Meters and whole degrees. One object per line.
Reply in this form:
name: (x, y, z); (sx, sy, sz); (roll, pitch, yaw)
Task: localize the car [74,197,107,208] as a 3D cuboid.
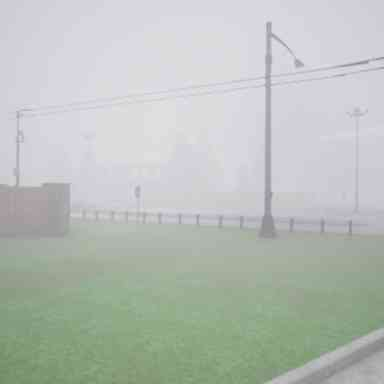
car: (-15.500, 1.634, 50.667); (4.892, 1.490, 1.837); (1, 0, 29)

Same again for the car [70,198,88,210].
car: (-14.937, 1.626, 38.290); (5.357, 1.411, 2.033); (0, 0, 29)

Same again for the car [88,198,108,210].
car: (-13.187, 1.629, 41.334); (4.674, 1.442, 1.812); (0, 0, 29)

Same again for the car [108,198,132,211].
car: (-10.705, 1.733, 43.942); (4.718, 1.301, 1.895); (0, 0, 29)

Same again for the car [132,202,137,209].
car: (-9.993, 1.644, 47.557); (4.902, 1.511, 2.128); (0, 0, 29)
